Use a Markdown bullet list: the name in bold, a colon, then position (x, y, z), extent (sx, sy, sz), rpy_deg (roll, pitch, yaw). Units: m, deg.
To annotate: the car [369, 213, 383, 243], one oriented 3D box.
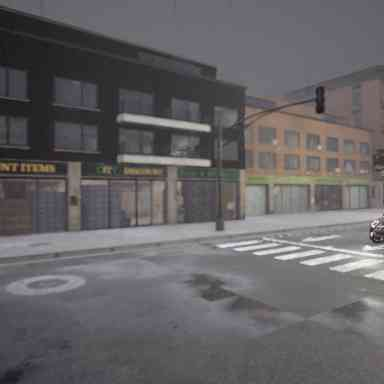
- **car**: position (9.741, 1.336, 14.584), extent (4.553, 1.767, 2.097), rpy_deg (0, 0, -36)
